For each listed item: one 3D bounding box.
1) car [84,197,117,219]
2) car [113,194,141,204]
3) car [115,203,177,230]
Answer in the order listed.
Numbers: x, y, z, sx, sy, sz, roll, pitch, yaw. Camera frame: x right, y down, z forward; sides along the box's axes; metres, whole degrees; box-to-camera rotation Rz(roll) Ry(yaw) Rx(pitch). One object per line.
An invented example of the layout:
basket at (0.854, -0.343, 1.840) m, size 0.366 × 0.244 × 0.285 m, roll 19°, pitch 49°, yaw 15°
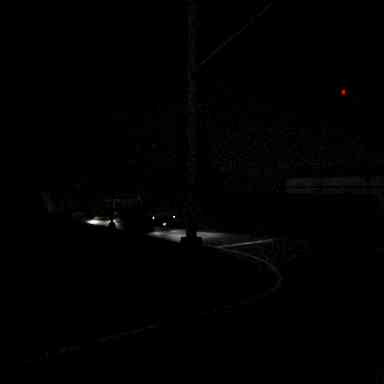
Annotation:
car at (-8.419, 1.478, 29.850) m, size 1.882 × 1.535 × 5.008 m, roll 0°, pitch 0°, yaw -26°
car at (-8.423, 1.221, 40.288) m, size 2.150 × 2.045 × 5.566 m, roll 0°, pitch 0°, yaw 31°
car at (-2.948, 1.601, 21.605) m, size 1.895 × 1.301 × 4.718 m, roll 0°, pitch 0°, yaw -37°
